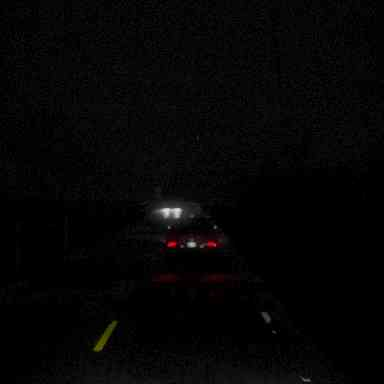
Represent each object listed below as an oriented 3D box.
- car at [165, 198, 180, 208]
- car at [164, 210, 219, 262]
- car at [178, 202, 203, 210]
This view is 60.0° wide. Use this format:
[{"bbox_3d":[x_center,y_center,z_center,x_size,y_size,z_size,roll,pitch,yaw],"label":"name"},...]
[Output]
[{"bbox_3d":[-2.773,1.580,47.833,1.895,1.301,4.718,0,1,0],"label":"car"},{"bbox_3d":[0.005,1.650,12.575,2.033,1.411,5.357,0,0,0],"label":"car"},{"bbox_3d":[0.017,1.642,28.879,1.812,1.442,4.674,0,0,0],"label":"car"}]
